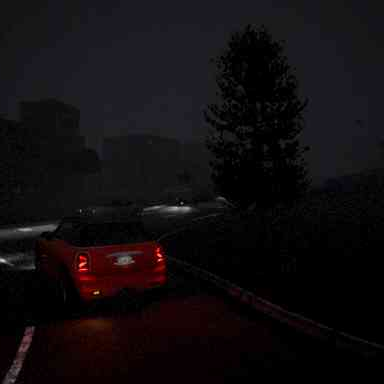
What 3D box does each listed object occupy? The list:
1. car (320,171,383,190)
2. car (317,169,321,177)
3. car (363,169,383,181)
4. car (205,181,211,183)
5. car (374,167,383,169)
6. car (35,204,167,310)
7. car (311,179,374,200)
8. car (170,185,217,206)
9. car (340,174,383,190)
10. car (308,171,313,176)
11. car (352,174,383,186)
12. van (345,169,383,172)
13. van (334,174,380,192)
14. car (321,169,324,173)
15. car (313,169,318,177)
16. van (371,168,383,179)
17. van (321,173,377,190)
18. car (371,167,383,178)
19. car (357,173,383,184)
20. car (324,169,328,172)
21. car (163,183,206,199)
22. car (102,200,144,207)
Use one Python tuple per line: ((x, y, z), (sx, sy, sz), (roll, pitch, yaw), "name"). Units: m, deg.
((17.273, -0.822, 36.002), (5.566, 2.045, 2.435), (-1, 5, 16), "car")
((28.674, -4.268, 82.916), (5.008, 1.535, 2.097), (-2, 3, 15), "car")
((33.054, -3.035, 57.902), (5.566, 2.045, 2.435), (-1, 4, 15), "car")
((0.533, -0.235, 41.844), (4.792, 1.488, 2.163), (-2, 3, 14), "car")
((29.611, -2.543, 52.990), (5.566, 2.045, 2.435), (-1, 4, 15), "car")
((-2.469, 1.342, 8.224), (2.097, 1.767, 4.553), (0, 0, -33), "car")
((13.786, -0.083, 31.191), (5.008, 1.535, 2.097), (-1, 4, 16), "car")
((0.541, 0.435, 32.809), (2.033, 1.411, 5.357), (0, 5, 34), "car")
((20.801, -1.188, 40.852), (4.553, 1.767, 2.185), (-1, 4, 16), "car")
((25.361, -3.958, 78.088), (4.553, 1.767, 2.185), (-2, 4, 15), "car")
((26.111, -1.798, 48.122), (4.892, 1.521, 2.231), (-1, 5, 16), "car")
((22.701, -1.535, 43.227), (4.442, 1.987, 1.878), (-1, 4, 16), "van")
((18.951, -1.041, 38.444), (4.442, 1.987, 1.878), (-1, 5, 16), "van")
((30.175, -4.476, 85.363), (5.366, 1.575, 1.946), (-2, 3, 15), "car")
((27.015, -4.054, 80.509), (5.008, 1.535, 2.097), (-2, 4, 15), "car")
((36.537, -3.499, 62.794), (4.442, 1.987, 1.878), (-1, 4, 15), "van")
((15.655, -0.554, 33.556), (4.442, 1.987, 1.878), (-1, 4, 16), "van")
((39.849, -3.997, 67.723), (5.566, 2.045, 2.435), (-1, 4, 15), "car")
((27.878, -2.016, 50.563), (4.792, 1.488, 2.163), (-1, 4, 16), "car")
((31.986, -4.929, 87.705), (5.566, 2.045, 2.435), (-2, 3, 15), "car")
((-1.145, 0.017, 39.415), (4.674, 1.452, 2.002), (-2, 3, 14), "car")
((-5.690, 1.246, 23.741), (1.895, 1.301, 4.718), (0, 3, 36), "car")
